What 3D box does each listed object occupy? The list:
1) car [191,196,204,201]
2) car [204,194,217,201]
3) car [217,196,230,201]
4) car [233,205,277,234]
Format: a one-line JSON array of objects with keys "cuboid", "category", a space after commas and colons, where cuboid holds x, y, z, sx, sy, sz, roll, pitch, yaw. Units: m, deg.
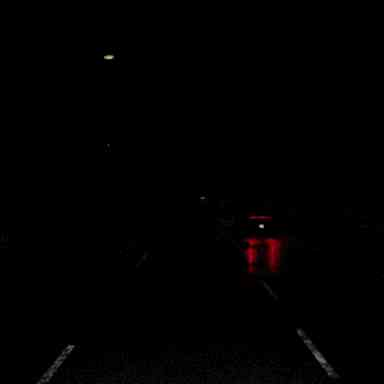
[{"cuboid": [1.124, 1.748, 88.833, 2.033, 1.411, 5.357, 0, 0, 11], "category": "car"}, {"cuboid": [4.734, 1.459, 89.096, 2.150, 2.045, 5.566, 0, 0, 11], "category": "car"}, {"cuboid": [8.488, 1.764, 90.115, 1.837, 1.490, 4.892, 0, 0, 11], "category": "car"}, {"cuboid": [3.537, 1.523, 19.316, 2.128, 1.511, 4.902, 0, 0, 0], "category": "car"}]
